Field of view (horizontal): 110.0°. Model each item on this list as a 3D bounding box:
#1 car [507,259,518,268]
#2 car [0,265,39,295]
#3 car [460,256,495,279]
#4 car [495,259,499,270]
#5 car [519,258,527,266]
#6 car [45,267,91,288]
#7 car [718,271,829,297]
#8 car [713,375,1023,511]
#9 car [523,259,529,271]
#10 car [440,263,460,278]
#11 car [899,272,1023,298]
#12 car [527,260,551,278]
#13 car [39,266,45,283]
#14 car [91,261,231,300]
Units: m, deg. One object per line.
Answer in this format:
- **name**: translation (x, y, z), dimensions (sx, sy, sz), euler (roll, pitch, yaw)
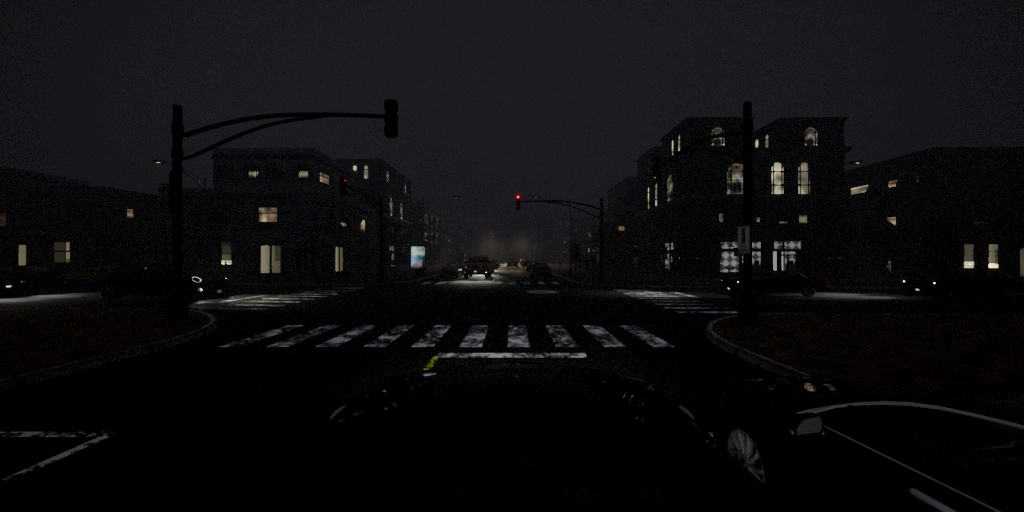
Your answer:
- **car**: translation (0.094, 1.236, 63.128), dimensions (1.882, 1.535, 5.008), euler (0, 0, 0)
- **car**: translation (-25.621, 1.141, 16.579), dimensions (4.892, 1.490, 1.837), euler (0, 0, 1)
- **car**: translation (-3.115, 0.975, 33.519), dimensions (2.150, 2.045, 5.566), euler (0, 0, 1)
- **car**: translation (-3.099, 1.245, 43.447), dimensions (2.128, 1.511, 4.902), euler (0, 0, 1)
- **car**: translation (2.685, 1.309, 61.579), dimensions (2.007, 1.370, 4.403), euler (0, 0, 0)
- **car**: translation (-25.456, 1.194, 22.362), dimensions (4.829, 1.417, 1.751), euler (0, 0, 1)
- **car**: translation (13.800, 1.432, 19.168), dimensions (4.718, 1.301, 1.895), euler (0, 0, 1)
- **car**: translation (2.691, 1.300, 1.580), dimensions (2.007, 1.370, 4.403), euler (0, 0, 0)
- **car**: translation (2.687, 1.336, 45.012), dimensions (1.802, 1.307, 4.207), euler (0, 0, 0)
- **car**: translation (-5.693, 1.335, 33.982), dimensions (1.802, 1.307, 4.207), euler (0, 0, 0)
- **car**: translation (23.749, 1.481, 19.022), dimensions (4.718, 1.301, 1.895), euler (0, 0, 1)
- **car**: translation (2.688, 1.318, 33.970), dimensions (1.948, 1.339, 4.313), euler (0, 0, 0)
- **car**: translation (-30.822, 1.227, 22.445), dimensions (4.207, 1.307, 1.802), euler (0, 0, 1)
- **car**: translation (-15.732, 1.031, 16.501), dimensions (4.553, 1.767, 2.097), euler (0, 0, -1)
